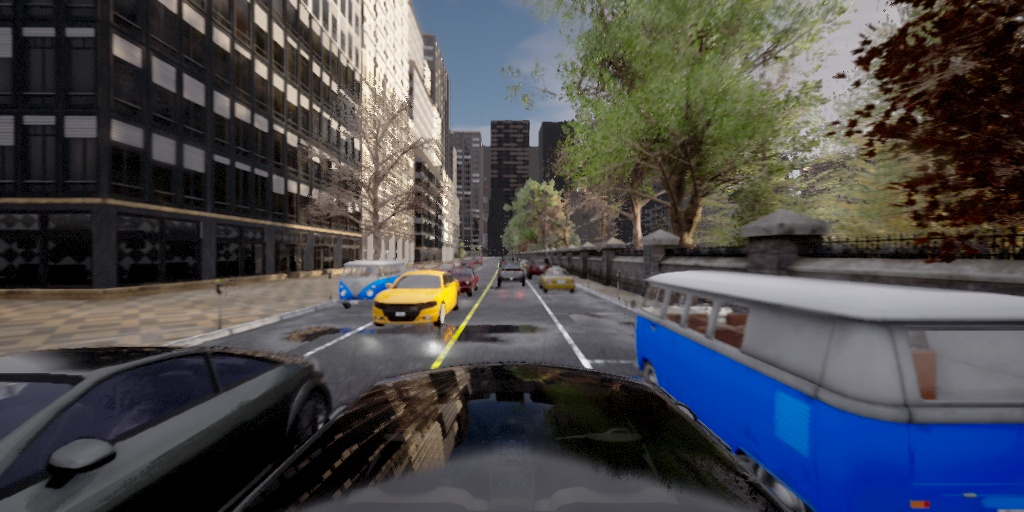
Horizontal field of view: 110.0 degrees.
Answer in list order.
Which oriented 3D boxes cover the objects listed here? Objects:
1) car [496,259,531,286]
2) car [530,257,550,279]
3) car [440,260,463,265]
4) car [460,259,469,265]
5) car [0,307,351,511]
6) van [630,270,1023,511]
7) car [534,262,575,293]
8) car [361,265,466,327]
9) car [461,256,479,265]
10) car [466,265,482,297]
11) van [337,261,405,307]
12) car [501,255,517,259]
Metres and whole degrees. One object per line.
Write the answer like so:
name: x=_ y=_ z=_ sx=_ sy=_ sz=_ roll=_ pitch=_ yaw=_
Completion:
car: x=-0.059 y=1.217 z=24.833 sx=2.128 sy=1.511 sz=4.902 roll=0 pitch=0 yaw=-1
car: x=2.325 y=1.031 z=31.377 sx=2.192 sy=1.841 sz=5.009 roll=0 pitch=0 yaw=-1
car: x=-5.699 y=1.264 z=31.226 sx=1.888 sy=1.381 sz=4.507 roll=0 pitch=0 yaw=-1
car: x=-5.796 y=1.293 z=36.775 sx=1.802 sy=1.307 sz=4.207 roll=0 pitch=0 yaw=-1
car: x=-2.857 y=1.315 z=2.050 sx=1.994 sy=1.385 sz=4.181 roll=0 pitch=0 yaw=-1
van: x=2.564 y=1.088 z=3.648 sx=1.690 sy=1.789 sz=3.998 roll=0 pitch=0 yaw=0
car: x=2.466 y=1.255 z=20.451 sx=1.751 sy=1.417 sz=4.829 roll=0 pitch=0 yaw=-1
car: x=-2.871 y=1.219 z=11.722 sx=1.882 sy=1.535 sz=5.008 roll=0 pitch=0 yaw=0
car: x=-6.035 y=1.010 z=47.868 sx=2.192 sy=1.841 sz=5.009 roll=0 pitch=0 yaw=-1
car: x=-2.834 y=1.334 z=19.020 sx=1.895 sy=1.301 sz=4.718 roll=0 pitch=0 yaw=-1
van: x=-5.509 y=1.080 z=14.585 sx=1.690 sy=1.789 sz=3.998 roll=0 pitch=0 yaw=0
car: x=-0.401 y=0.920 z=43.680 sx=2.150 sy=2.045 sz=5.566 roll=0 pitch=0 yaw=-1
